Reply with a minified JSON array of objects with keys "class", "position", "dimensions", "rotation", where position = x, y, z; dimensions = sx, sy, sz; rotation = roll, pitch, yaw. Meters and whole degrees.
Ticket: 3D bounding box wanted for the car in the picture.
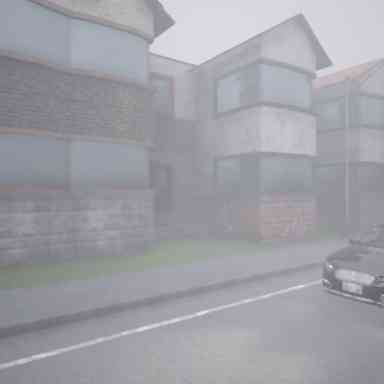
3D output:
[{"class":"car","position":[4.917,1.476,7.496],"dimensions":[4.902,1.511,2.128],"rotation":[0,0,-35]}]
